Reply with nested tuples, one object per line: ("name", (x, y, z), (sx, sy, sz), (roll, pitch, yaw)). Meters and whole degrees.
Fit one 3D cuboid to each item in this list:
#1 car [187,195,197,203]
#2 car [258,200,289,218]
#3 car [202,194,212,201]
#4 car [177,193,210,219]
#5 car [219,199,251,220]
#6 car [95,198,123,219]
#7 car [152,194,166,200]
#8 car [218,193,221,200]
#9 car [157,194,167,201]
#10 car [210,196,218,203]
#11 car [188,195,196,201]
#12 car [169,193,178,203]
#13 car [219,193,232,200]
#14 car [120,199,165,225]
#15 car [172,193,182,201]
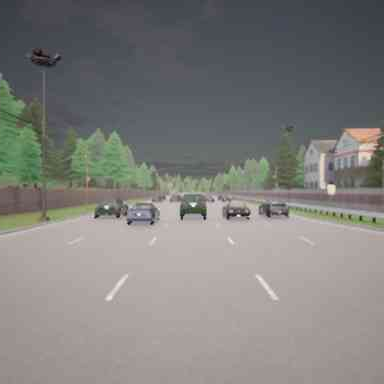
("car", (0.010, 1.423, 66.392), (2.033, 1.411, 5.357), (0, 0, 0))
("car", (7.103, 1.437, 29.244), (2.128, 1.511, 4.902), (0, 0, 0))
("car", (3.511, 1.229, 76.811), (2.033, 1.411, 5.357), (0, 0, 0))
("car", (0.105, 1.168, 28.647), (2.150, 2.045, 5.566), (0, 0, 0))
("car", (3.604, 1.549, 27.898), (1.895, 1.301, 4.718), (0, 0, 0))
("car", (-6.895, 1.297, 29.006), (2.097, 1.767, 4.553), (0, 0, 0))
("car", (-6.990, 1.371, 66.393), (2.128, 1.511, 4.902), (0, 0, 0))
("car", (7.011, 1.044, 76.780), (2.097, 1.767, 4.553), (0, 0, 0))
("car", (-6.989, 1.188, 76.812), (1.837, 1.490, 4.892), (0, 0, 0))
("car", (3.510, 1.436, 66.808), (1.994, 1.385, 4.181), (0, 0, 0))
("car", (0.011, 1.284, 76.841), (1.895, 1.301, 4.718), (0, 0, 0))
("car", (-3.490, 1.370, 66.392), (2.128, 1.511, 4.902), (0, 0, 0))
("car", (7.010, 1.474, 66.837), (1.895, 1.301, 4.718), (0, 0, 0))
("car", (-3.397, 1.503, 23.807), (2.033, 1.411, 5.357), (0, 0, 0))
("car", (-3.489, 1.044, 76.781), (2.097, 1.767, 4.553), (0, 0, 0))
